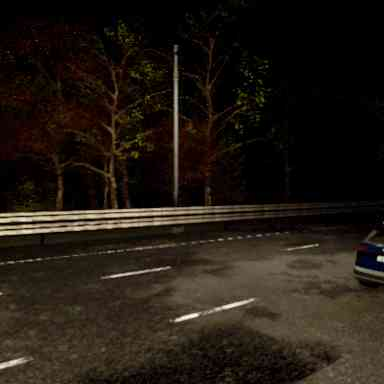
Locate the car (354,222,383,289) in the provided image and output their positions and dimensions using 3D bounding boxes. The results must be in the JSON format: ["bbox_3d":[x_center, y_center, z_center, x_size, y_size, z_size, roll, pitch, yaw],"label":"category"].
[{"bbox_3d":[5.759,1.420,7.888,4.856,1.649,2.033,0,0,-35],"label":"car"}]
